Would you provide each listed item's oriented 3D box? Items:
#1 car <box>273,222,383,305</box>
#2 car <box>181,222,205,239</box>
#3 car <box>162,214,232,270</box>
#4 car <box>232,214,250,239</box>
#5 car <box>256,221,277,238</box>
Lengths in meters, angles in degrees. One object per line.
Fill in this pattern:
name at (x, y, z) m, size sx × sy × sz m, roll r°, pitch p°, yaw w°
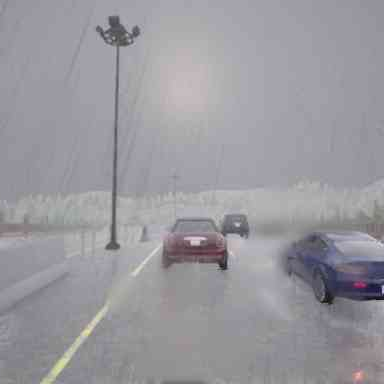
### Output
car at (3.601, 1.695, 8.359) m, size 1.812 × 1.442 × 4.674 m, roll 0°, pitch -2°, yaw 0°
car at (0.103, 3.485, 30.253) m, size 1.994 × 1.385 × 4.181 m, roll 0°, pitch -6°, yaw 0°
car at (0.101, 1.710, 12.431) m, size 2.097 × 1.767 × 4.553 m, roll 0°, pitch -3°, yaw 0°
car at (3.603, 3.005, 28.938) m, size 2.150 × 2.045 × 5.566 m, roll 0°, pitch -6°, yaw 0°
car at (7.103, 3.423, 30.355) m, size 2.128 × 1.511 × 4.902 m, roll 0°, pitch -6°, yaw 0°
